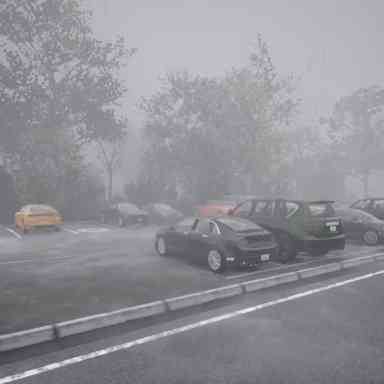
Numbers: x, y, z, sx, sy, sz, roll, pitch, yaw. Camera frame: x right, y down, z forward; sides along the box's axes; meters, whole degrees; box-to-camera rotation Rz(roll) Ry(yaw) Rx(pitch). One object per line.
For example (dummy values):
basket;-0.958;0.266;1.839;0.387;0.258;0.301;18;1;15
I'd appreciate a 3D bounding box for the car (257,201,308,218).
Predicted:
car;8.849;1.647;32.798;2.002;1.452;4.674;1;0;-36

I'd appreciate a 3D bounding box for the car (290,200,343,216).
car;13.385;1.658;36.033;2.097;1.535;5.008;1;0;-36

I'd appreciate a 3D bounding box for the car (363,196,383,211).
car;26.994;1.576;45.729;2.435;2.045;5.566;1;-1;-36

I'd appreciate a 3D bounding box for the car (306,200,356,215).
car;15.664;1.713;37.633;2.163;1.488;4.792;1;0;-36

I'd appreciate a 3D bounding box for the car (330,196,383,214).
car;20.196;1.484;40.872;2.435;2.045;5.566;1;0;-36

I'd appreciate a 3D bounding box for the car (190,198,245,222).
car;2.067;1.409;27.925;2.185;1.767;4.553;1;0;-35

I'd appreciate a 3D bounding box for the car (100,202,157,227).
car;-4.760;1.482;23.107;2.097;1.535;5.008;0;0;-35

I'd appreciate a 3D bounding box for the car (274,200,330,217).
car;11.222;1.629;34.267;1.946;1.575;5.366;1;0;-36

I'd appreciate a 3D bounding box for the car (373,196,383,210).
car;29.159;1.609;47.277;2.435;2.045;5.566;1;-1;-36

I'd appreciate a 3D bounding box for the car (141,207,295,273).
car;0.544;1.474;10.814;2.231;1.521;4.892;0;0;-35

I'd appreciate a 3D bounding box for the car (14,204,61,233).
car;-9.291;1.465;19.870;2.097;1.535;5.008;0;0;-35

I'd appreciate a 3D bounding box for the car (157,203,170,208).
car;-2.489;1.537;24.721;2.002;1.452;4.674;0;0;-35

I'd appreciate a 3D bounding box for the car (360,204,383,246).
car;7.384;1.514;15.699;2.231;1.521;4.892;1;0;-35

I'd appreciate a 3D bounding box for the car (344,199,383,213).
car;22.448;1.765;42.510;2.097;1.535;5.008;1;0;-36

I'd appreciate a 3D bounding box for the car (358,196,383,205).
car;9.657;1.283;17.346;2.435;2.045;5.566;1;0;-35

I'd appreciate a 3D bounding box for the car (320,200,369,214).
car;17.896;1.738;39.299;2.163;1.488;4.792;1;0;-36

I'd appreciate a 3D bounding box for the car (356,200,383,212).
car;24.611;1.833;44.058;2.002;1.452;4.674;1;0;-36

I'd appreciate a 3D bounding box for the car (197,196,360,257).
car;2.807;1.232;12.467;2.435;2.045;5.566;0;0;-35

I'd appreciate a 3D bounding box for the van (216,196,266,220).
van;4.246;1.331;29.659;1.878;1.987;4.442;1;0;-35
